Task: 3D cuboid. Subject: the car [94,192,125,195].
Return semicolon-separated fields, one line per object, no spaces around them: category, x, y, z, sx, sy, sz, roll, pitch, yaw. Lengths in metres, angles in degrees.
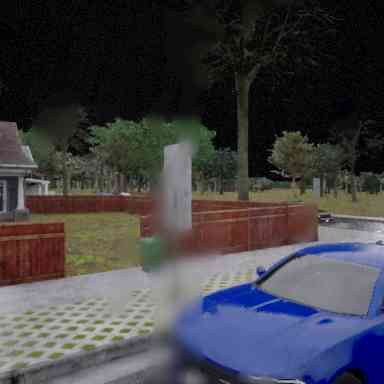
car;-12.311;0.840;49.334;2.033;1.411;5.357;0;1;-35

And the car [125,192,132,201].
car;-10.928;0.780;52.316;1.812;1.442;4.674;0;1;-36

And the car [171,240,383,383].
car;2.083;1.477;4.431;5.008;1.535;1.882;0;0;-35

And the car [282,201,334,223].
car;6.838;1.349;22.786;2.033;1.411;5.357;0;1;-36

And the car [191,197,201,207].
car;-0.550;1.133;32.984;1.812;1.442;4.674;0;1;-36
